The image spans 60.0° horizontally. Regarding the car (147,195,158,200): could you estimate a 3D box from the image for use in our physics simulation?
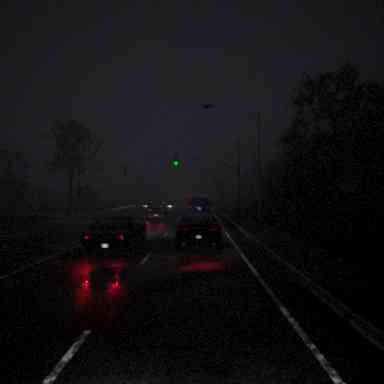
[{"bbox_3d":[-8.730,2.089,70.600,1.837,1.490,4.892,0,1,2],"label":"car"}]

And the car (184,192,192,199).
[{"bbox_3d":[-1.102,1.005,91.595,2.097,1.767,4.553,0,2,2],"label":"car"}]

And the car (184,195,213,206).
[{"bbox_3d":[0.673,1.493,29.826,2.150,2.045,5.566,0,-1,2],"label":"car"}]

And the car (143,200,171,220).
[{"bbox_3d":[-3.389,1.769,30.568,2.128,1.511,4.902,0,-1,-9],"label":"car"}]

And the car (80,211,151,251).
[{"bbox_3d":[-3.208,1.733,14.625,1.895,1.301,4.718,0,-1,1],"label":"car"}]

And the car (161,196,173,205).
[{"bbox_3d":[-5.231,2.090,70.495,1.837,1.490,4.892,0,1,2],"label":"car"}]

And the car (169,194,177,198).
[{"bbox_3d":[-4.773,1.203,85.906,1.812,1.442,4.674,0,2,2],"label":"car"}]

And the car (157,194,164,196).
[{"bbox_3d":[-8.271,1.156,86.008,1.882,1.535,5.008,0,2,2],"label":"car"}]

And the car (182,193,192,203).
[{"bbox_3d":[-1.411,1.791,81.214,2.033,1.411,5.357,0,2,2],"label":"car"}]

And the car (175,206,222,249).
[{"bbox_3d":[0.304,1.617,15.203,1.882,1.535,5.008,0,-1,1],"label":"car"}]
